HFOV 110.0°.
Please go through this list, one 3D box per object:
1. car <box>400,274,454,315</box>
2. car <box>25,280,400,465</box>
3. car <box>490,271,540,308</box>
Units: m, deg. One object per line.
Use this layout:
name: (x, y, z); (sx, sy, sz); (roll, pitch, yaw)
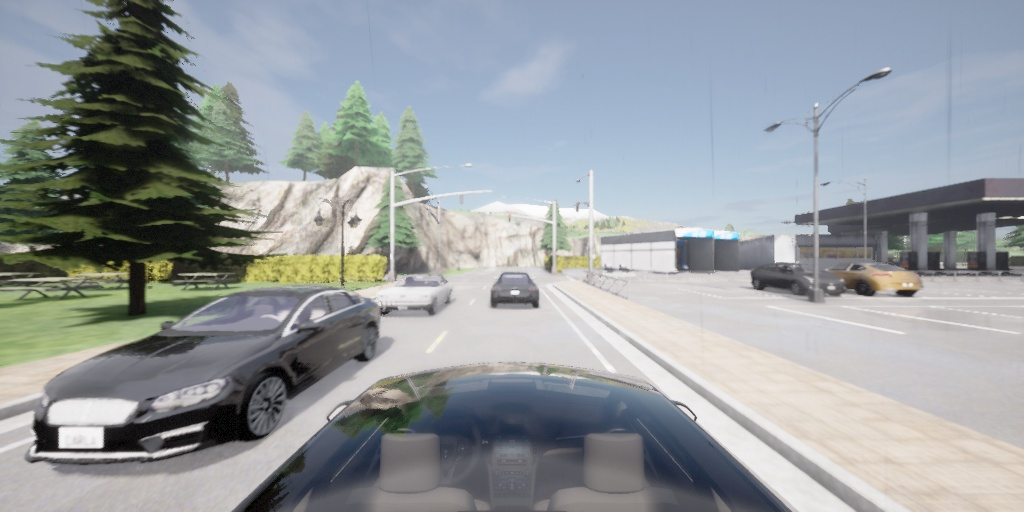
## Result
car: (-3.497, 1.367, 13.725); (1.895, 1.301, 4.718); (0, 0, 0)
car: (-3.587, 1.245, 5.435); (2.128, 1.511, 4.902); (0, 0, 0)
car: (0.108, 1.334, 15.409); (1.994, 1.385, 4.181); (0, 0, 0)
